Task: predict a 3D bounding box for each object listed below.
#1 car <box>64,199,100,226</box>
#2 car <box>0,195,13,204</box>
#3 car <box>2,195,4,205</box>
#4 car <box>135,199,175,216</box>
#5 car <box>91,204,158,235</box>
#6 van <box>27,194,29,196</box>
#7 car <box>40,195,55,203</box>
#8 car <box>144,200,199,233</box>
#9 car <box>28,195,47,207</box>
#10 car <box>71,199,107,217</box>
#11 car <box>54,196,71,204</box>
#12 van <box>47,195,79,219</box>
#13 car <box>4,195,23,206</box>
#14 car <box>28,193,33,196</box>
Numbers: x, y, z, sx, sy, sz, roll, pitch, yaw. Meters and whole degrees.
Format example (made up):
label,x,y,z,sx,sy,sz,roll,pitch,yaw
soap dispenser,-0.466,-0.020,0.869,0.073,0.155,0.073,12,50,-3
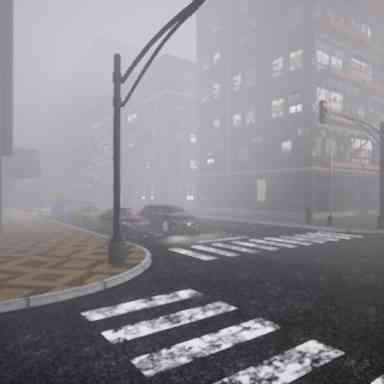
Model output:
label,x,y,z,sx,sy,sz,roll,pitch,yaw
car,-7.035,1.448,22.753,1.752,1.417,4.829,0,0,-36
car,-33.536,1.308,59.712,1.967,1.590,4.097,0,0,-36
car,-30.237,1.416,55.110,1.887,1.381,4.507,0,0,-36
car,-3.724,1.465,32.516,1.752,1.417,4.829,0,0,-36
car,-3.834,1.515,18.289,1.802,1.307,4.206,0,0,-36
van,-39.928,1.247,83.006,1.690,1.788,3.998,0,0,-36
car,-30.028,1.336,69.198,1.967,1.590,4.097,0,0,-36
car,-1.501,1.446,19.468,1.837,1.490,4.892,0,0,-34
car,-21.877,1.493,48.066,1.895,1.301,4.718,0,0,-36
car,-9.597,1.444,30.773,1.812,1.442,4.674,0,0,-36
car,-23.526,1.423,60.131,1.752,1.417,4.829,0,0,-36
van,-10.434,1.254,27.495,1.690,1.788,3.998,0,0,-36
car,-26.838,1.402,50.371,1.752,1.417,4.829,0,0,-36
car,-36.726,1.428,78.541,1.752,1.417,4.829,0,0,-36
